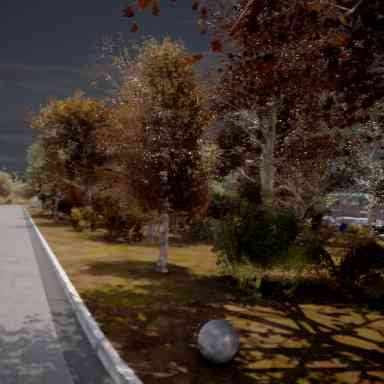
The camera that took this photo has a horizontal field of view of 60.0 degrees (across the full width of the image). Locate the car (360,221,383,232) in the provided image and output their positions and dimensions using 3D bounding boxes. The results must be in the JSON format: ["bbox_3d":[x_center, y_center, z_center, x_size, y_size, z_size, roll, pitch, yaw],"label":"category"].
[{"bbox_3d":[30.824,5.793,55.898,4.792,1.488,2.163,3,-3,-27],"label":"car"}]

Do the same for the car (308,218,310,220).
[{"bbox_3d":[19.605,5.104,49.291,4.792,1.488,2.163,3,-3,-27],"label":"car"}]

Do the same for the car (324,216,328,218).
[{"bbox_3d":[26.962,5.913,63.370,5.008,1.535,2.097,3,-2,-27],"label":"car"}]

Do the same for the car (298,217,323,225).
[{"bbox_3d":[24.358,6.044,68.334,4.674,1.452,2.002,3,-2,-27],"label":"car"}]

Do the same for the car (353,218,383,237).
[{"bbox_3d":[23.424,4.640,41.892,5.566,2.045,2.435,3,-3,-28],"label":"car"}]

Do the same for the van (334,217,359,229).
[{"bbox_3d":[28.368,5.647,60.943,4.442,1.987,1.878,3,-2,-27],"label":"van"}]

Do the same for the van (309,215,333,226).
[{"bbox_3d":[25.564,5.727,65.807,4.442,1.987,1.878,3,-2,-27],"label":"van"}]

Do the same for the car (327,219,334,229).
[{"bbox_3d":[20.843,5.042,46.798,4.792,1.488,2.163,3,-3,-27],"label":"car"}]

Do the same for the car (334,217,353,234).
[{"bbox_3d":[22.188,4.704,44.378,5.566,2.045,2.435,3,-3,-27],"label":"car"}]

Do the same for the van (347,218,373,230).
[{"bbox_3d":[29.459,5.584,58.352,4.442,1.987,1.878,3,-3,-27],"label":"van"}]
